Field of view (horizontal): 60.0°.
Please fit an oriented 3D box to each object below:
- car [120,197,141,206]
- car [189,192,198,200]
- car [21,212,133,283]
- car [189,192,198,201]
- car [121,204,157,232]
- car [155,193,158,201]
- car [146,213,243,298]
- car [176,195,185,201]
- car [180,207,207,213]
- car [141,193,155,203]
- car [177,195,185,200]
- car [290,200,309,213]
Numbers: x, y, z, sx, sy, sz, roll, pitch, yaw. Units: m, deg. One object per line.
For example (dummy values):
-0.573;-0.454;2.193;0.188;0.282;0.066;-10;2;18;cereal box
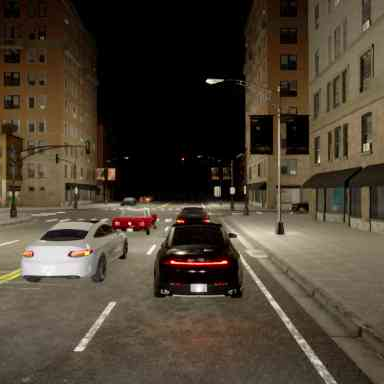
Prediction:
-9.622;1.539;51.187;2.033;1.411;5.357;0;0;0;car
0.394;1.070;90.175;2.150;2.045;5.566;0;0;0;car
-3.115;1.525;9.581;1.812;1.442;4.674;0;0;0;car
0.349;1.477;79.726;1.837;1.490;4.892;0;0;0;car
-3.071;1.600;18.738;1.895;1.301;4.718;0;0;0;car
-9.399;1.174;80.188;2.150;2.045;5.566;0;0;0;car
0.136;1.505;8.501;1.837;1.490;4.892;0;0;0;car
-2.900;1.502;80.157;1.812;1.442;4.674;0;0;0;car
0.075;1.524;17.746;1.812;1.442;4.674;0;0;0;car
-9.448;1.336;68.997;2.097;1.767;4.553;0;0;0;car
-2.856;1.398;90.160;1.994;1.385;4.181;0;0;0;car
13.213;1.528;36.317;4.902;1.511;2.128;0;0;-1;car
